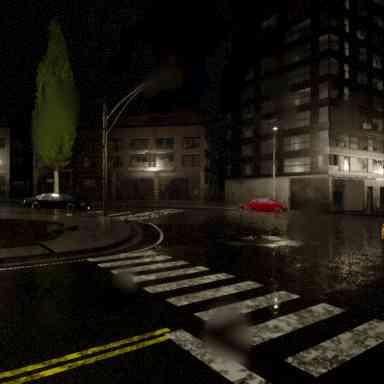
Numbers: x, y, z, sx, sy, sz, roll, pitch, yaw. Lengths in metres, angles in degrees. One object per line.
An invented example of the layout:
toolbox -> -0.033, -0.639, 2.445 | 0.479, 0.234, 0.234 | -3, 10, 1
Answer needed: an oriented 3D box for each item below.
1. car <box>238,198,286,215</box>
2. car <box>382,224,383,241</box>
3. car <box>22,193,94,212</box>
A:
car -> 6.261, 1.225, 29.865 | 4.181, 1.385, 1.994 | 2, 0, 10
car -> 10.591, 1.520, 15.185 | 5.008, 1.535, 1.882 | 0, 0, -35
car -> -10.581, 0.786, 26.271 | 5.357, 1.411, 2.033 | 1, 0, 11
